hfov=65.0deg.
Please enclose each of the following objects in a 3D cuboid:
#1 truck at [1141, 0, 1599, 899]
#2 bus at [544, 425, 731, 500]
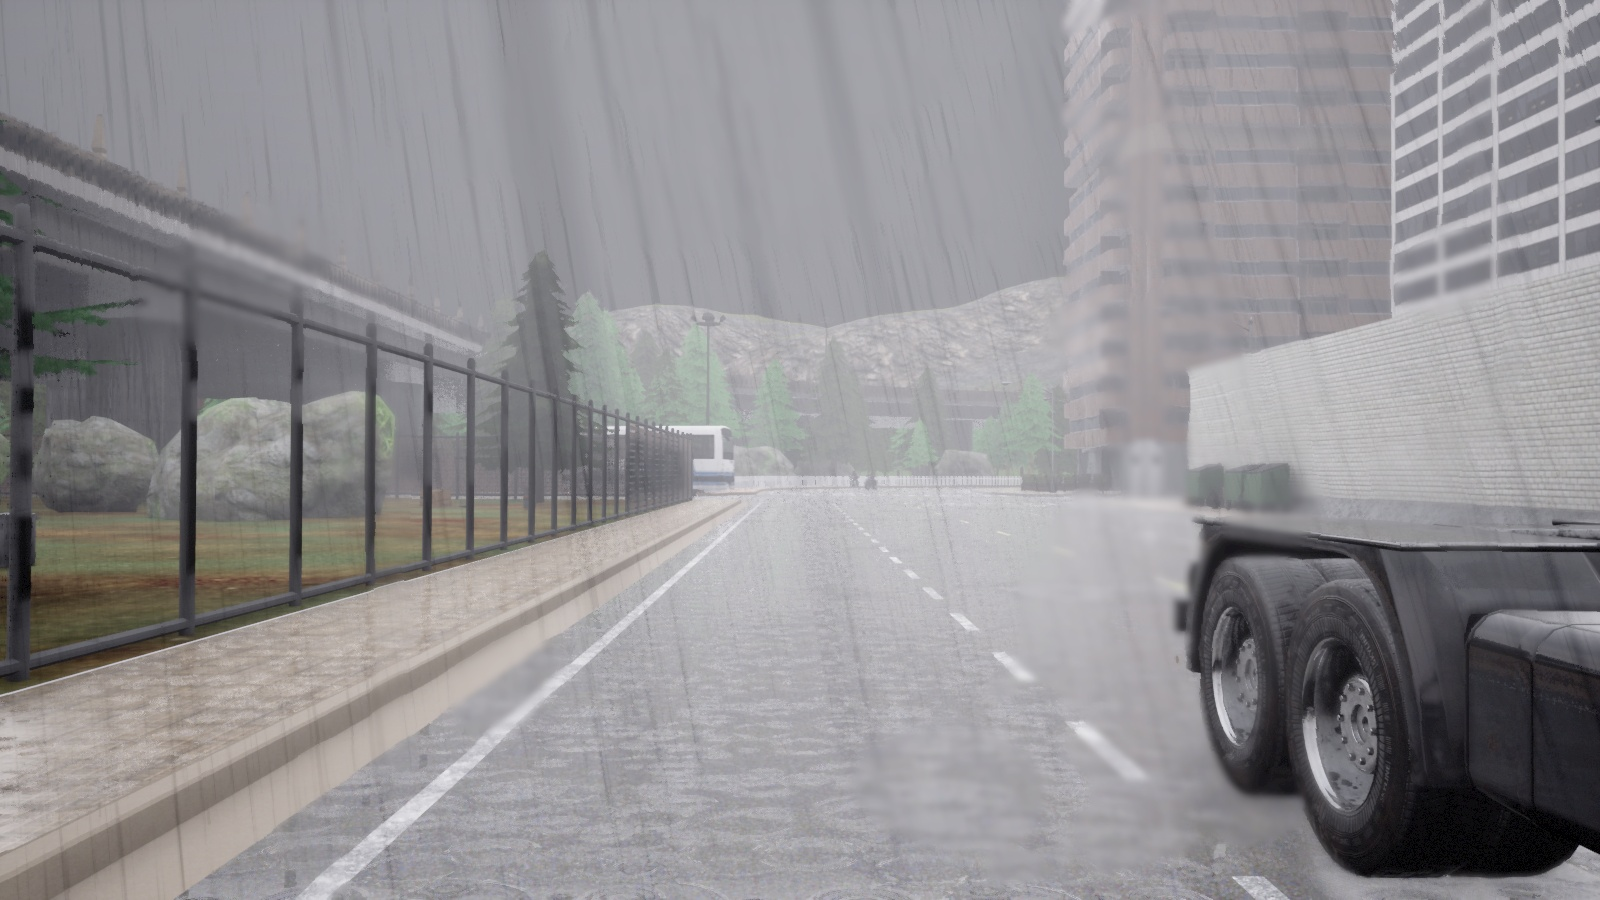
[{"bbox_3d":[3.487,-0.123,3.466,2.891,3.462,7.936,0,-1,0],"label":"truck"},{"bbox_3d":[-9.552,0.782,74.441,10.273,4.253,3.944,0,-1,11],"label":"bus"}]
